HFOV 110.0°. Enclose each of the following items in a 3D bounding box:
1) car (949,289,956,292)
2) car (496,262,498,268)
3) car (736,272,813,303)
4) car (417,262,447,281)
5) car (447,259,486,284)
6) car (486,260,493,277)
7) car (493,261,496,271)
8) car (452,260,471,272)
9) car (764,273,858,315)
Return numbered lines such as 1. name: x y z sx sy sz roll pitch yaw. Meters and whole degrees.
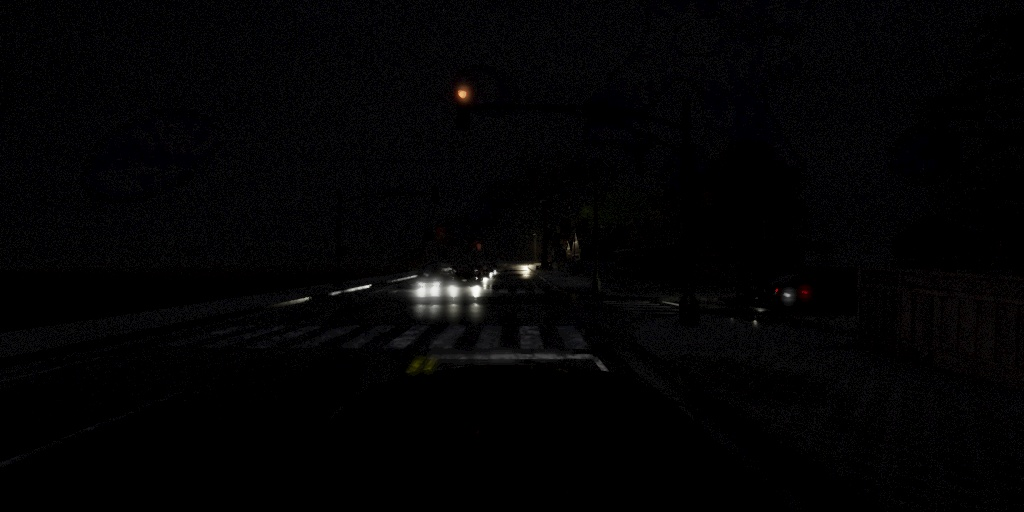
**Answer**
1. car: 23.675 1.751 16.950 5.357 1.411 2.033 1 -2 -3
2. car: -3.299 1.371 56.708 1.895 1.301 4.718 0 0 1
3. car: 13.066 1.508 16.556 5.008 1.535 1.882 1 -2 -2
4. car: -6.595 1.248 30.331 2.128 1.511 4.902 0 0 0
5. car: -3.305 1.110 26.859 2.097 1.767 4.553 0 0 -1
6. car: -3.343 1.108 35.688 2.097 1.767 4.553 0 0 0
7. car: -3.333 1.283 45.611 1.812 1.442 4.674 0 0 0
8. car: -6.581 1.262 47.033 1.837 1.490 4.892 0 0 0
9. car: 12.479 1.498 13.681 4.181 1.385 1.994 1 -2 -2
